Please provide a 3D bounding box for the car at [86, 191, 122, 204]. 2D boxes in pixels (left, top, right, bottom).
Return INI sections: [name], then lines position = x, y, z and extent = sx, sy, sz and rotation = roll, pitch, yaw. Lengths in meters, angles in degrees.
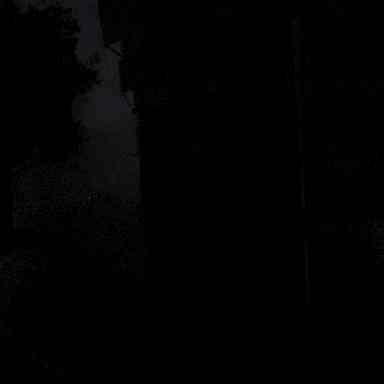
[car]
position = -10.083, 0.563, 38.133
extent = 1.994, 1.385, 4.181
rotation = -3, 1, 34
